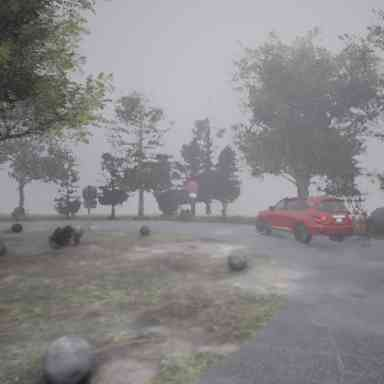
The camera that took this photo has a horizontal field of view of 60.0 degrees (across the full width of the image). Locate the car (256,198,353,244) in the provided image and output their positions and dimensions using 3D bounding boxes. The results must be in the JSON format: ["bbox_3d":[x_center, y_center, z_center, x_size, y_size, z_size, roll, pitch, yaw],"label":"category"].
[{"bbox_3d":[5.338,1.296,16.580,2.150,2.045,5.566,1,-1,-19],"label":"car"}]
